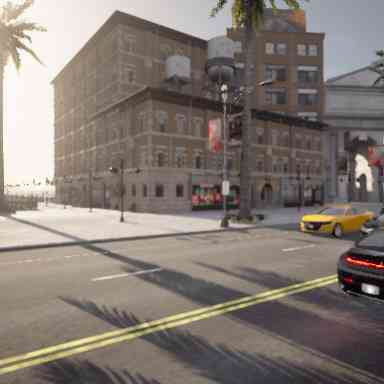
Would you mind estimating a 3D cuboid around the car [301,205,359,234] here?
[{"bbox_3d":[8.028,1.481,18.152,5.008,1.535,1.882,0,0,-35],"label":"car"}]

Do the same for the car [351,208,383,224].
[{"bbox_3d":[9.326,1.524,14.792,4.674,1.442,1.812,0,0,-35],"label":"car"}]

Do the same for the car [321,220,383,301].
[{"bbox_3d":[5.182,1.504,7.406,4.892,1.490,1.837,0,0,-36],"label":"car"}]
